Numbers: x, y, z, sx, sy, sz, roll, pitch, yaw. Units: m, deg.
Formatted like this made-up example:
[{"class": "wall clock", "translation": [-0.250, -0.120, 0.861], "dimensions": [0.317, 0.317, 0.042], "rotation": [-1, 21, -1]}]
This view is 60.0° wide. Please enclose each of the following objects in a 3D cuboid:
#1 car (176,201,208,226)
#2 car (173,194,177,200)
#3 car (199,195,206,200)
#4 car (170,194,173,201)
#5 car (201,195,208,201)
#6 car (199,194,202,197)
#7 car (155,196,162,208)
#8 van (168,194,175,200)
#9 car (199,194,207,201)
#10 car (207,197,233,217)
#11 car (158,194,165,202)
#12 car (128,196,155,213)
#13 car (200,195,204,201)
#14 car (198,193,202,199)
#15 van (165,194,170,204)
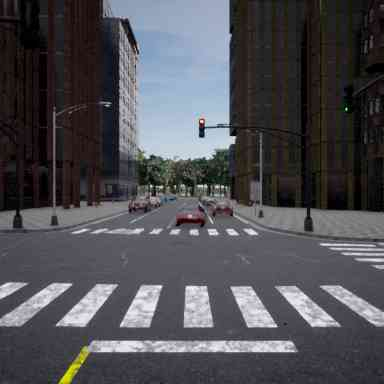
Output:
[{"class": "car", "translation": [-0.024, 1.566, 23.706], "dimensions": [1.994, 1.385, 4.181], "rotation": [0, 0, 3]}, {"class": "car", "translation": [-5.744, 1.598, 86.103], "dimensions": [1.947, 1.339, 4.313], "rotation": [0, 0, 0]}, {"class": "car", "translation": [2.782, 1.562, 91.709], "dimensions": [1.752, 1.417, 4.829], "rotation": [0, 0, 0]}, {"class": "car", "translation": [-5.747, 1.572, 69.791], "dimensions": [2.008, 1.369, 4.403], "rotation": [0, 0, 0]}, {"class": "car", "translation": [2.773, 1.561, 48.038], "dimensions": [2.008, 1.369, 4.403], "rotation": [0, 0, 0]}, {"class": "car", "translation": [2.777, 1.543, 64.521], "dimensions": [1.752, 1.417, 4.829], "rotation": [0, 0, 0]}, {"class": "car", "translation": [-5.752, 1.592, 48.040], "dimensions": [1.802, 1.307, 4.206], "rotation": [0, 0, 0]}, {"class": "van", "translation": [-5.743, 1.377, 91.541], "dimensions": [1.690, 1.788, 3.998], "rotation": [0, 0, 0]}, {"class": "car", "translation": [2.775, 1.560, 58.914], "dimensions": [1.887, 1.381, 4.507], "rotation": [0, 0, 0]}, {"class": "car", "translation": [2.769, 1.445, 31.726], "dimensions": [1.967, 1.590, 4.097], "rotation": [0, 0, 0]}, {"class": "car", "translation": [-5.751, 1.538, 53.308], "dimensions": [1.752, 1.417, 4.829], "rotation": [0, 0, 0]}, {"class": "car", "translation": [-5.755, 1.321, 37.165], "dimensions": [2.192, 1.841, 5.009], "rotation": [0, 0, 0]}, {"class": "car", "translation": [2.774, 1.557, 53.476], "dimensions": [1.887, 1.381, 4.507], "rotation": [0, 0, 0]}, {"class": "car", "translation": [2.779, 1.550, 75.396], "dimensions": [1.752, 1.417, 4.829], "rotation": [0, 0, 0]}, {"class": "van", "translation": [-5.749, 1.359, 64.353], "dimensions": [1.690, 1.788, 3.998], "rotation": [0, 0, 0]}]
